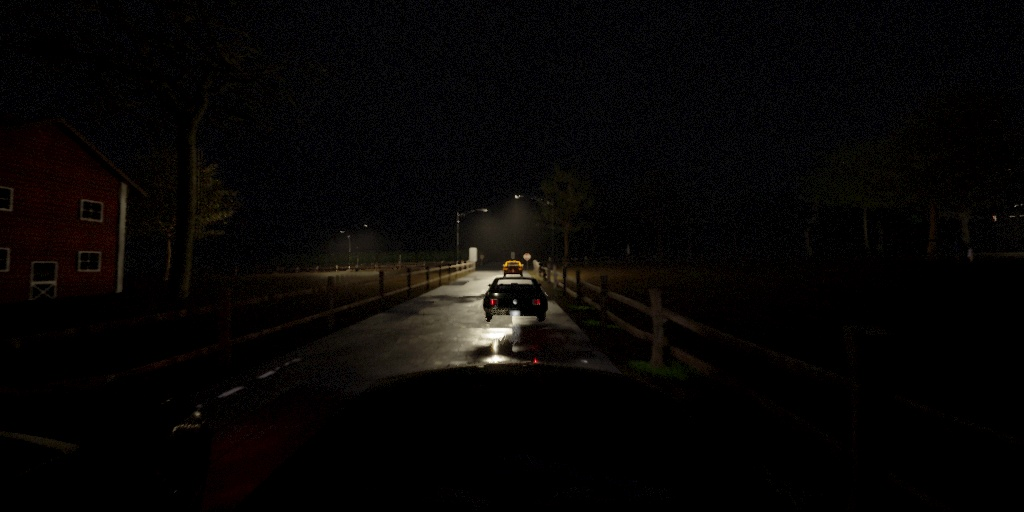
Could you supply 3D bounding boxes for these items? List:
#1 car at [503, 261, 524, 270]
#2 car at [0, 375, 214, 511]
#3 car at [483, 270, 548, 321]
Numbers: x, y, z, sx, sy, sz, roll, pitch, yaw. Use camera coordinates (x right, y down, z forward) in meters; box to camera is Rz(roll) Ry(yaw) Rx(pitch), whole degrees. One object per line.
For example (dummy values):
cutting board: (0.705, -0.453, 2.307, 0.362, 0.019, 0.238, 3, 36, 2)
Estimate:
car: (0.104, 1.236, 34.996, 1.882, 1.535, 5.008, 0, 0, 0)
car: (-2.831, 1.253, 0.248, 1.837, 1.490, 4.892, 0, 1, 0)
car: (0.095, 1.353, 12.493, 1.895, 1.301, 4.718, 0, 0, 0)
